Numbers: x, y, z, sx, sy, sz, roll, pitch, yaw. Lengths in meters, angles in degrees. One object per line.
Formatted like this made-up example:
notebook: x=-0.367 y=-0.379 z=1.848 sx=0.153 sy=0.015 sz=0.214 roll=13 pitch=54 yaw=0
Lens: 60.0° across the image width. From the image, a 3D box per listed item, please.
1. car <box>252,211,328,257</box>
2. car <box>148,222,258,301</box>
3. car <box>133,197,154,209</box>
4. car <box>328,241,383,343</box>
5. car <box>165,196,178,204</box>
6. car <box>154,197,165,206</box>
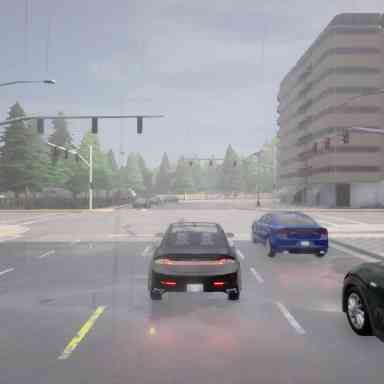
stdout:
car: x=3.585 y=1.478 z=12.987 sx=1.882 sy=1.535 sz=5.008 roll=0 pitch=0 yaw=0
car: x=0.067 y=1.492 z=8.341 sx=2.128 sy=1.511 sz=4.902 roll=0 pitch=0 yaw=0
car: x=-6.986 y=1.526 z=46.418 sx=1.812 sy=1.442 sz=4.674 roll=0 pitch=0 yaw=2
car: x=3.600 y=1.352 z=3.835 sx=2.097 sy=1.767 sz=4.553 roll=0 pitch=0 yaw=0
car: x=-4.226 y=1.503 z=66.289 sx=1.837 sy=1.490 sz=4.892 roll=0 pitch=0 yaw=20
car: x=-6.369 y=1.525 z=56.322 sx=1.812 sy=1.442 sz=4.674 roll=0 pitch=0 yaw=8
